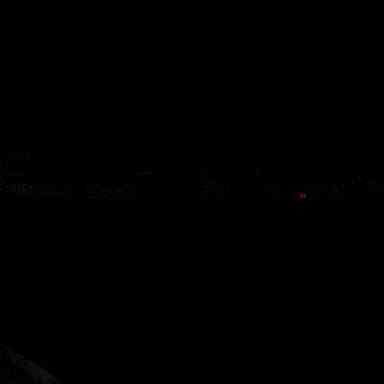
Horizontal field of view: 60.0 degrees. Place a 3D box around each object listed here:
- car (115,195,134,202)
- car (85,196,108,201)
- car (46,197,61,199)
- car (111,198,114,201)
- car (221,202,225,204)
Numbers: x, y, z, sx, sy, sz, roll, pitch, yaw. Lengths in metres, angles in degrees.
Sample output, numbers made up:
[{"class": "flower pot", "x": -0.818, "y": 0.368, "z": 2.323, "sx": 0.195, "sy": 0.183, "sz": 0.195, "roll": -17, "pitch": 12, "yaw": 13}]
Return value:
[{"class": "car", "x": -11.199, "y": 1.823, "z": 60.114, "sx": 3.806, "sy": 1.475, "sz": 1.970, "roll": 0, "pitch": 0, "yaw": -39}, {"class": "car", "x": -25.114, "y": 1.872, "z": 89.052, "sx": 5.027, "sy": 1.636, "sz": 2.152, "roll": 0, "pitch": 0, "yaw": -39}, {"class": "car", "x": -27.269, "y": 1.902, "z": 62.647, "sx": 3.633, "sy": 1.501, "sz": 1.845, "roll": 0, "pitch": 0, "yaw": -39}, {"class": "car", "x": -17.143, "y": 1.673, "z": 79.045, "sx": 3.866, "sy": 1.878, "sz": 1.905, "roll": 0, "pitch": 0, "yaw": -39}, {"class": "car", "x": 7.042, "y": 1.799, "z": 53.031, "sx": 5.357, "sy": 1.411, "sz": 2.033, "roll": 0, "pitch": 0, "yaw": -39}]
